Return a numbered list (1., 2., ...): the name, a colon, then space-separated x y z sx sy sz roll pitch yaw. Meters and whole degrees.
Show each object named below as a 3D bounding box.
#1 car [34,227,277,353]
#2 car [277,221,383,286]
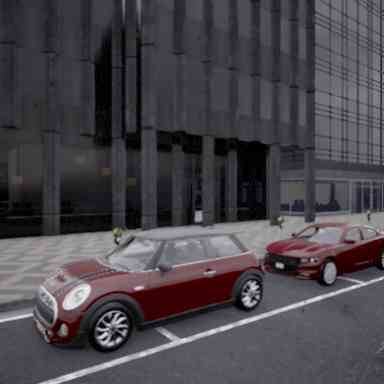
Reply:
1. car: -0.630 1.436 6.081 4.097 1.590 1.967 0 0 -35
2. car: 3.962 1.532 9.354 4.507 1.381 1.887 0 0 -35
